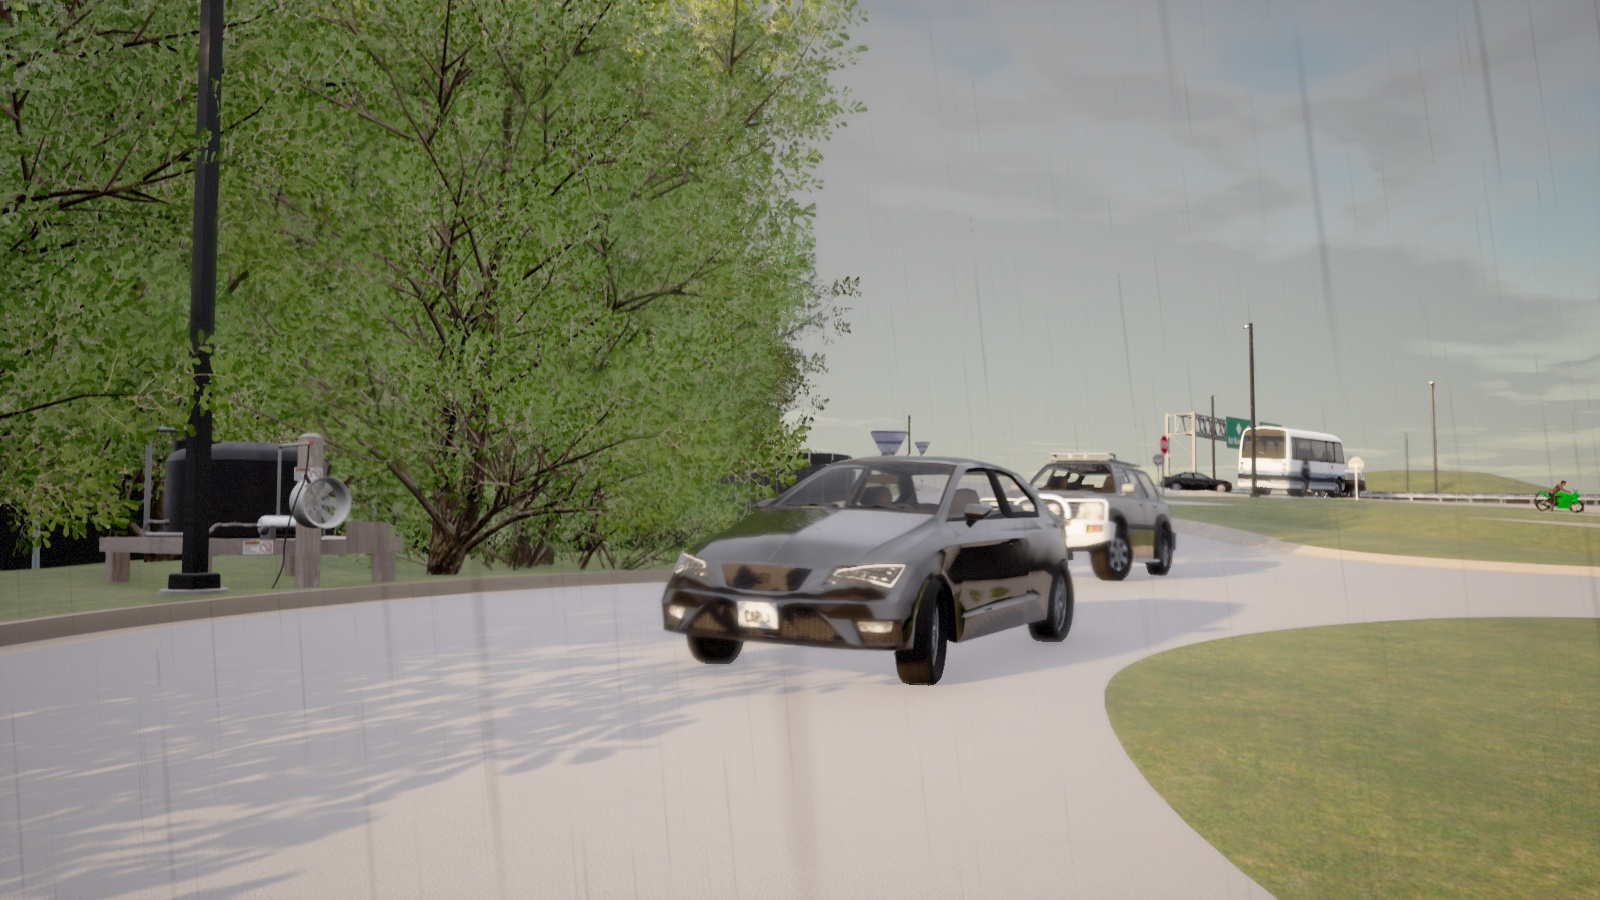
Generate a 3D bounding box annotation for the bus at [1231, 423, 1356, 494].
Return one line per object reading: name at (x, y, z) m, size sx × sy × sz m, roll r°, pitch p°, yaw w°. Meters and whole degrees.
bus at (31.931, 0.617, 80.957) m, size 3.944 × 4.253 × 10.273 m, roll 2°, pitch -1°, yaw 43°

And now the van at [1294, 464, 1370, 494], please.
van at (37.679, 2.052, 88.993) m, size 4.480 × 2.038 × 2.069 m, roll 1°, pitch -1°, yaw -6°

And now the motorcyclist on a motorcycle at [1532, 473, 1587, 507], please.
motorcyclist on a motorcycle at (35.644, 1.868, 58.959) m, size 2.044 × 1.523 × 0.797 m, roll 1°, pitch -2°, yaw 43°

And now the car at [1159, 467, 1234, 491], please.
car at (28.722, 2.094, 91.073) m, size 5.008 × 1.535 × 1.882 m, roll 1°, pitch -3°, yaw 11°

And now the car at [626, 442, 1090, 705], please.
car at (0.702, 0.764, 9.348) m, size 1.816 × 1.474 × 4.193 m, roll 0°, pitch -2°, yaw 28°

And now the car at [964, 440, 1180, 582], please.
car at (4.228, 0.955, 18.873) m, size 1.932 × 1.855 × 4.605 m, roll -1°, pitch -4°, yaw 29°
